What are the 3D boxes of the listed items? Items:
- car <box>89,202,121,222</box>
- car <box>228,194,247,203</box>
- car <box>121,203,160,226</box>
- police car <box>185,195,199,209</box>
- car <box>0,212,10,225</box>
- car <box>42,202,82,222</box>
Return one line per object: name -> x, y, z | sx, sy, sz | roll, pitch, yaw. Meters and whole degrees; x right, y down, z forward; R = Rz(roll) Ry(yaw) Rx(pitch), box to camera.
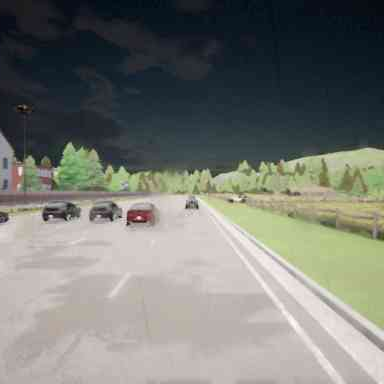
car -> -6.898, 1.542, 26.975 | 1.837, 1.490, 4.892 | 0, 0, 0
car -> 8.922, 1.304, 65.151 | 3.866, 1.878, 1.905 | 0, 0, 0
car -> -3.400, 1.510, 23.729 | 1.882, 1.535, 5.008 | 0, 0, 0
police car -> 0.032, 1.576, 47.860 | 2.038, 1.542, 4.974 | 0, 0, 1
car -> -13.897, 1.575, 21.207 | 2.033, 1.411, 5.357 | 0, 0, 0
car -> -10.399, 1.542, 26.925 | 1.837, 1.490, 4.892 | 0, 0, 0
